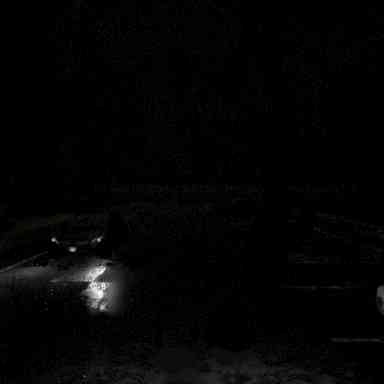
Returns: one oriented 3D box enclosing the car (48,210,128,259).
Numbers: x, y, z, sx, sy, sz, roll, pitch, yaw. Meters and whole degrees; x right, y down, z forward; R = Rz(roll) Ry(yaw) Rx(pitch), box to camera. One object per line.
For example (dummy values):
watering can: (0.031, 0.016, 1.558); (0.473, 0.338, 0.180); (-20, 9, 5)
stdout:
car: (-3.576, 1.435, 12.287); (1.812, 1.442, 4.674); (0, 0, 0)

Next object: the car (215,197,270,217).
car: (4.221, 1.275, 28.068); (4.611, 1.667, 2.242); (0, 0, 1)

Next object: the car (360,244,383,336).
car: (4.078, 1.284, 3.862); (3.866, 1.878, 1.905); (0, 0, 1)
